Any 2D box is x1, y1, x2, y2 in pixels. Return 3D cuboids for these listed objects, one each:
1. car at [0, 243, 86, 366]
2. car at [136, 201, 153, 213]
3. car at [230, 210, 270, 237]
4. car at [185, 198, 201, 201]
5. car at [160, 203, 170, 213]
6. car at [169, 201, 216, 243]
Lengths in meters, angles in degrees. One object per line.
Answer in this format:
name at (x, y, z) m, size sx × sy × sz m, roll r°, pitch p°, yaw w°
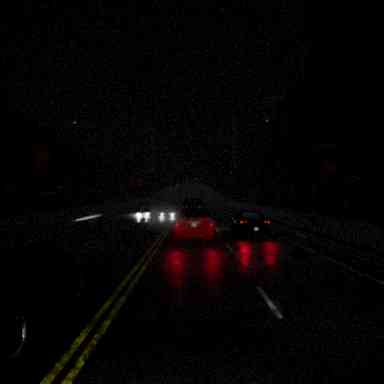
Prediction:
car at (-3.349, 1.624, 5.730) m, size 1.994 × 1.385 × 4.181 m, roll 0°, pitch -1°, yaw 0°
car at (-6.572, 2.056, 46.545) m, size 2.128 × 1.511 × 4.902 m, roll 0°, pitch -1°, yaw 0°
car at (3.352, 1.760, 19.640) m, size 1.812 × 1.442 × 4.674 m, roll 0°, pitch -1°, yaw 0°
car at (0.105, 1.649, 35.079) m, size 2.150 × 2.045 × 5.566 m, roll 0°, pitch -1°, yaw 0°
car at (-3.326, 2.161, 46.187) m, size 1.895 × 1.301 × 4.718 m, roll 0°, pitch -1°, yaw 0°
car at (0.103, 1.557, 17.386) m, size 2.097 × 1.767 × 4.553 m, roll 0°, pitch -1°, yaw 0°
